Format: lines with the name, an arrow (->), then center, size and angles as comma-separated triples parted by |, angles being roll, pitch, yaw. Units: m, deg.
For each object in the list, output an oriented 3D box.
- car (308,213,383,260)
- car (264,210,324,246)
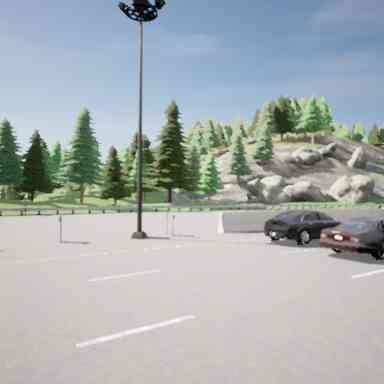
car -> 7.258, 1.668, 12.996 | 5.357, 1.411, 2.033 | 1, 0, -32
car -> 5.659, 1.630, 16.116 | 4.892, 1.490, 1.837 | 0, 0, -32
